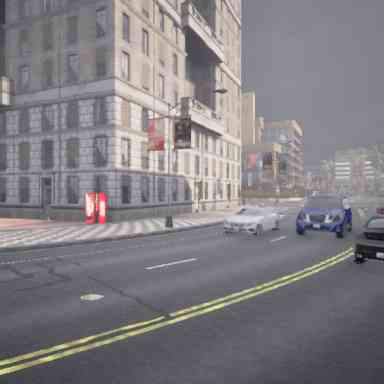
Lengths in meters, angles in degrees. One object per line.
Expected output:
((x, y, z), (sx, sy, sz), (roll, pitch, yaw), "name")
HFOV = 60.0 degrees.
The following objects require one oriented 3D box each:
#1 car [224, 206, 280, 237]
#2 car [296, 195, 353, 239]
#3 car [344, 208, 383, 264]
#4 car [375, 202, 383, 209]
((3.465, 1.525, 18.454), (1.812, 1.442, 4.674), (0, 0, 33), "car")
((7.249, 1.221, 17.865), (2.150, 2.045, 5.566), (0, 0, 31), "car")
((6.796, 1.504, 10.974), (1.837, 1.490, 4.892), (1, 0, 40), "car")
((15.803, 1.477, 26.463), (1.882, 1.535, 5.008), (0, 0, 26), "car")
